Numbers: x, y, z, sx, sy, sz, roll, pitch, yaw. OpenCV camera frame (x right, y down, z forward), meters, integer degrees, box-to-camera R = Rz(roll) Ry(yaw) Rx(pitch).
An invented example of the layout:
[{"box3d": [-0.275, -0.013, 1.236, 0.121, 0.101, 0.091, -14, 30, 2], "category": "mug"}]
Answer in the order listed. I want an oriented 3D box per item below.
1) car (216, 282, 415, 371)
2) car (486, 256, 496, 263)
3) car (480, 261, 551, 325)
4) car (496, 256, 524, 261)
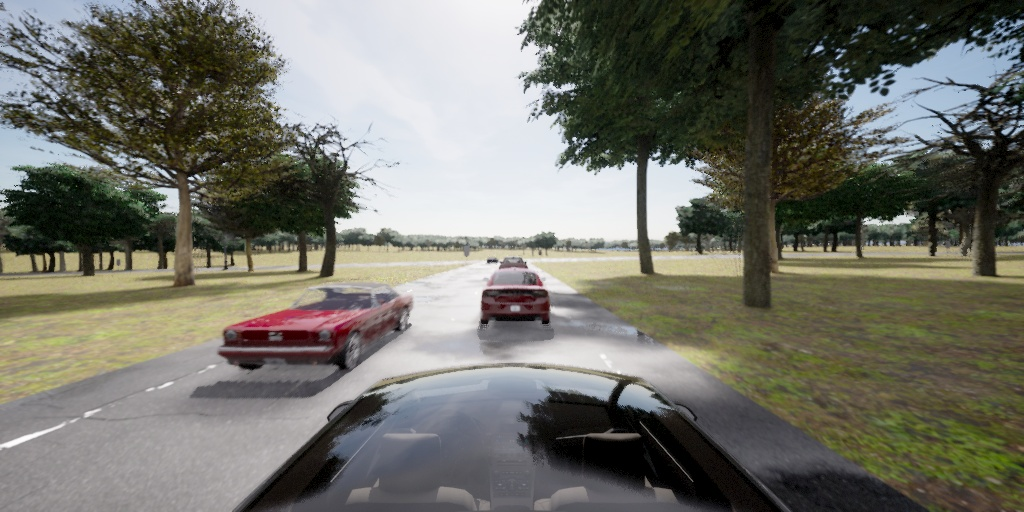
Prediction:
[{"box3d": [-3.611, 1.272, 7.669, 1.895, 1.301, 4.718, 0, 1, 0], "category": "car"}, {"box3d": [-3.482, 0.695, 63.532, 1.895, 1.301, 4.718, 0, 1, 1], "category": "car"}, {"box3d": [0.090, 1.102, 11.308, 1.882, 1.535, 5.008, 0, 1, 0], "category": "car"}, {"box3d": [0.101, 0.790, 27.072, 2.097, 1.767, 4.553, 0, 1, 0], "category": "car"}]
